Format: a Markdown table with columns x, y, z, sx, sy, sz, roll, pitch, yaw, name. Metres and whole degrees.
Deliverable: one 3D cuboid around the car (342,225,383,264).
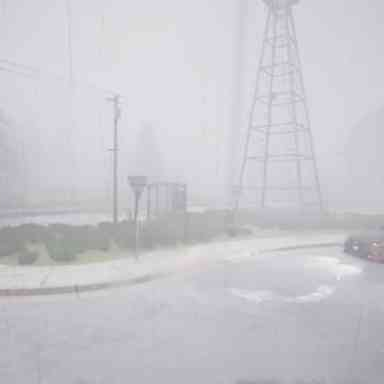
| x | y | z | sx | sy | sz | roll | pitch | yaw | name |
| --- | --- | --- | --- | --- | --- | --- | --- | --- | --- |
| 7.067 | 1.563 | 10.522 | 4.181 | 1.385 | 1.994 | 0 | 0 | -4 | car |
